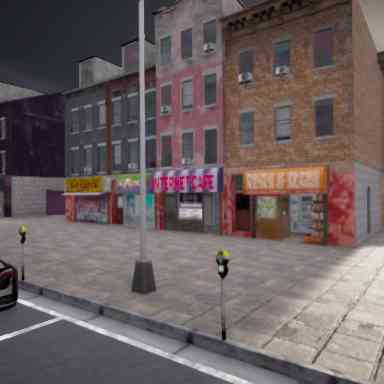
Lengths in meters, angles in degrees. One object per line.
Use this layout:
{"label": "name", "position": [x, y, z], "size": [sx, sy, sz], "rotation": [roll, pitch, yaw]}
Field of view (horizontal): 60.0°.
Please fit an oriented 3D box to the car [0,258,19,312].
{"label": "car", "position": [-5.046, 1.567, 6.419], "size": [4.313, 1.339, 1.947], "rotation": [0, -1, 36]}
